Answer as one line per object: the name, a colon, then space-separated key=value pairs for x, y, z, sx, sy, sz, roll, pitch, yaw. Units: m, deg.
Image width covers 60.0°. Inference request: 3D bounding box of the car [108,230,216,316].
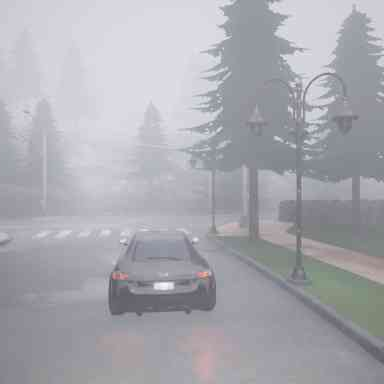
car: x=-0.724 y=1.564 z=7.631 sx=1.994 sy=1.385 sz=4.181 roll=0 pitch=0 yaw=-7
